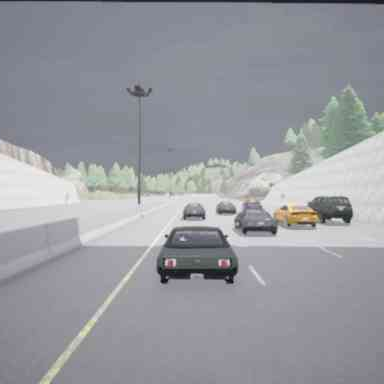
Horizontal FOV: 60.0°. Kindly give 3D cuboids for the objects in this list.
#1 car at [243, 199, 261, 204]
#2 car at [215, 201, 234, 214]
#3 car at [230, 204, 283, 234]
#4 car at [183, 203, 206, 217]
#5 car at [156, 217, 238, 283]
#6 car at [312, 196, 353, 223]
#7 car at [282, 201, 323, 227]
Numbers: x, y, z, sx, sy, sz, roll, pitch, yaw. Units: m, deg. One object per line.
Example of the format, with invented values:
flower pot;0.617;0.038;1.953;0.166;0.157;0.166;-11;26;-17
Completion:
car;7.249;1.644;40.507;2.128;1.511;4.902;0;0;0
car;3.735;1.695;37.021;1.994;1.385;4.181;0;0;0
car;3.668;1.639;19.658;1.994;1.385;4.181;0;0;0
car;0.207;1.662;30.043;1.994;1.385;4.181;0;0;0
car;0.129;1.633;9.722;1.895;1.301;4.718;0;0;0
car;10.695;1.338;26.497;2.150;2.045;5.566;0;0;0
car;7.183;1.575;23.479;1.882;1.535;5.008;0;0;0
